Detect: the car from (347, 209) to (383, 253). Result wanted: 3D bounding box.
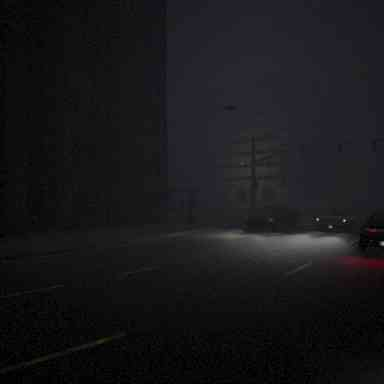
[{"bbox_3d":[7.933,1.518,13.017,2.128,1.511,4.902,0,0,39],"label":"car"}]

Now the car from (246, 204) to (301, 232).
[{"bbox_3d":[5.239,1.553,21.086,1.882,1.535,5.008,0,-1,39],"label":"car"}]

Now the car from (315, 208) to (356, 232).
[{"bbox_3d":[9.122,1.655,20.339,1.895,1.301,4.718,0,0,39],"label":"car"}]
